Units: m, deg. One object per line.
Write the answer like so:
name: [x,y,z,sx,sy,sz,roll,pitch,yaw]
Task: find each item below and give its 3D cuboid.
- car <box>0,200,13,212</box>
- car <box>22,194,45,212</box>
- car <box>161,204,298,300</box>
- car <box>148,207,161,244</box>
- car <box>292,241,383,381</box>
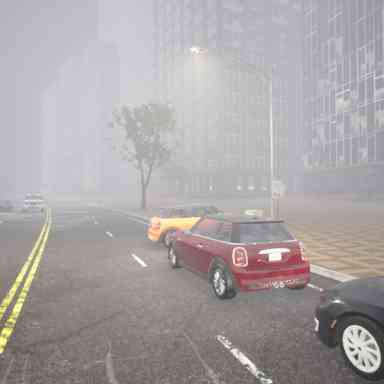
car: [-21.680,1.600,38.052,1.994,1.385,4.181,0,0,-24]
car: [-18.696,1.261,39.340,2.150,2.045,5.566,0,0,-24]
car: [0.912,1.354,8.800,2.097,1.767,4.553,0,0,-22]
car: [0.438,1.276,14.355,4.553,1.767,2.097,-3,1,-18]
car: [3.632,1.505,3.322,1.837,1.490,4.892,0,0,-35]
